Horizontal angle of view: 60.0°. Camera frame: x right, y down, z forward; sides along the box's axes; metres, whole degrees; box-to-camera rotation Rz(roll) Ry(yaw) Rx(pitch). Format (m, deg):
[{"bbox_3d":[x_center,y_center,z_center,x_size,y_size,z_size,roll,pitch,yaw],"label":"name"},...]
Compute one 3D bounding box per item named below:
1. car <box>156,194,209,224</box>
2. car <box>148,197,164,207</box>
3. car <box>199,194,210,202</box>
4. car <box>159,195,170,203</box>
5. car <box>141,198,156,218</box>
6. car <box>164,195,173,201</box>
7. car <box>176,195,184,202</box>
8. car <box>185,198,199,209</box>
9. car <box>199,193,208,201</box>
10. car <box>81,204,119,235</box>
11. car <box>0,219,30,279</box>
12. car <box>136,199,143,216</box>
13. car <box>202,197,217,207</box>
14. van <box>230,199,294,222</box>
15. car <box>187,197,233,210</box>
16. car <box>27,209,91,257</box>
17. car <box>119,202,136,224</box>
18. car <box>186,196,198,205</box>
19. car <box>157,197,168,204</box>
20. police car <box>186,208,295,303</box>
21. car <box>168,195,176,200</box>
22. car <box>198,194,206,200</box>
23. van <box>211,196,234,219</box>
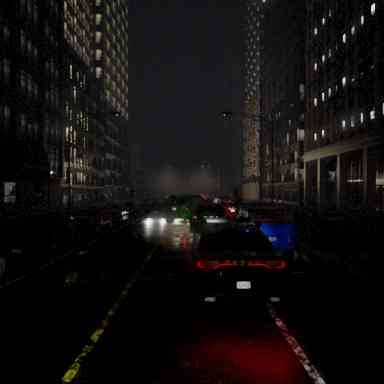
[{"bbox_3d":[-0.123,1.214,24.684,2.150,2.045,5.566,-1,0,24],"label":"car"},{"bbox_3d":[-5.654,1.538,52.743,2.008,1.369,4.403,-1,0,0],"label":"car"},{"bbox_3d":[2.743,1.296,75.471,2.192,1.841,5.009,-1,0,0],"label":"car"},{"bbox_3d":[-5.641,1.422,69.794,1.967,1.590,4.097,-1,0,0],"label":"car"},{"bbox_3d":[-3.074,1.557,30.020,1.994,1.385,4.181,0,0,0],"label":"car"},{"bbox_3d":[-5.630,1.504,80.992,1.752,1.417,4.829,-1,0,0],"label":"car"},{"bbox_3d":[-2.934,1.505,79.792,1.812,1.442,4.674,0,0,0],"label":"car"},{"bbox_3d":[0.055,1.590,46.021,1.895,1.301,4.718,0,0,1],"label":"car"},{"bbox_3d":[2.748,1.294,81.155,2.192,1.841,5.009,-1,0,0],"label":"car"},{"bbox_3d":[-5.683,1.540,18.642,1.887,1.381,4.507,-1,0,0],"label":"car"},{"bbox_3d":[-5.693,1.549,7.274,2.008,1.369,4.403,-1,0,0],"label":"car"},{"bbox_3d":[-5.673,1.575,30.009,1.802,1.307,4.206,-1,0,0],"label":"car"},{"bbox_3d":[2.726,1.538,52.736,2.008,1.369,4.403,-1,0,0],"label":"car"},{"bbox_3d":[2.691,1.338,12.951,1.690,1.788,3.998,-1,0,0],"label":"van"},{"bbox_3d":[0.913,1.347,18.269,2.097,1.767,4.553,0,0,0],"label":"car"},{"bbox_3d":[-5.688,1.563,12.958,1.947,1.339,4.313,-1,0,0],"label":"car"},{"bbox_3d":[-5.679,1.545,24.325,2.008,1.369,4.403,-1,0,0],"label":"car"},{"bbox_3d":[0.049,1.477,59.310,2.128,1.511,4.902,0,0,0],"label":"car"},{"bbox_3d":[-5.645,1.566,64.111,1.802,1.307,4.206,-1,0,0],"label":"car"},{"bbox_3d":[0.906,1.423,8.409,1.930,1.638,5.238,0,0,0],"label":"police car"},{"bbox_3d":[-5.621,1.540,92.529,1.947,1.339,4.313,-1,0,0],"label":"car"},{"bbox_3d":[2.759,1.414,92.522,1.967,1.590,4.097,-1,0,0],"label":"car"},{"bbox_3d":[2.705,1.334,30.002,1.690,1.788,3.998,-1,0,0],"label":"van"}]
